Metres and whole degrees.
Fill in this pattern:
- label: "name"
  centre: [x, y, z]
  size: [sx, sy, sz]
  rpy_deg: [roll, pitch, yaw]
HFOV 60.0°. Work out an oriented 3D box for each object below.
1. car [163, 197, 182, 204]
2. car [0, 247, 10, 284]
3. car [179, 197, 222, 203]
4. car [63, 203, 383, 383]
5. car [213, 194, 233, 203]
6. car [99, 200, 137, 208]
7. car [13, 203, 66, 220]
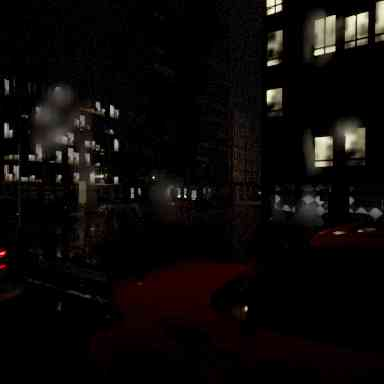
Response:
- label: "car"
  centre: [-1.913, 1.490, 43.357]
  size: [2.097, 1.767, 4.553]
  rpy_deg: [1, 0, 37]
- label: "car"
  centre: [-6.238, 1.522, 8.109]
  size: [4.674, 1.442, 1.812]
  rpy_deg: [0, 0, 35]
- label: "car"
  centre: [1.133, 1.715, 42.105]
  size: [2.033, 1.411, 5.357]
  rpy_deg: [1, 0, 37]
- label: "car"
  centre: [1.668, 1.221, 2.496]
  size: [5.566, 2.045, 2.150]
  rpy_deg: [0, 0, 35]
- label: "car"
  centre: [4.321, 1.406, 51.689]
  size: [2.150, 2.045, 5.566]
  rpy_deg: [1, 0, 37]
- label: "car"
  centre: [-7.788, 1.619, 35.462]
  size: [1.812, 1.442, 4.674]
  rpy_deg: [1, 0, 37]
- label: "car"
  centre: [-12.930, 1.617, 28.526]
  size: [1.994, 1.385, 4.181]
  rpy_deg: [1, 0, 37]
